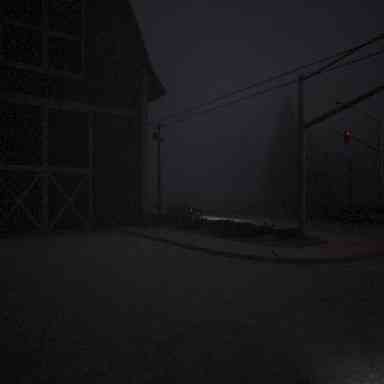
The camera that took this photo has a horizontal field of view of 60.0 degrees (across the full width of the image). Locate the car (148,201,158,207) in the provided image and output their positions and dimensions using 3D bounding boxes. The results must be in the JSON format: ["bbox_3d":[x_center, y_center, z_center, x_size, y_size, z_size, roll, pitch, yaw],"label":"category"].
[{"bbox_3d":[-6.644,1.925,49.621,1.895,1.301,4.718,0,0,-34],"label":"car"}]

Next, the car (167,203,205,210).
[{"bbox_3d":[-0.663,1.832,34.537,1.895,1.301,4.718,0,0,-34],"label":"car"}]
